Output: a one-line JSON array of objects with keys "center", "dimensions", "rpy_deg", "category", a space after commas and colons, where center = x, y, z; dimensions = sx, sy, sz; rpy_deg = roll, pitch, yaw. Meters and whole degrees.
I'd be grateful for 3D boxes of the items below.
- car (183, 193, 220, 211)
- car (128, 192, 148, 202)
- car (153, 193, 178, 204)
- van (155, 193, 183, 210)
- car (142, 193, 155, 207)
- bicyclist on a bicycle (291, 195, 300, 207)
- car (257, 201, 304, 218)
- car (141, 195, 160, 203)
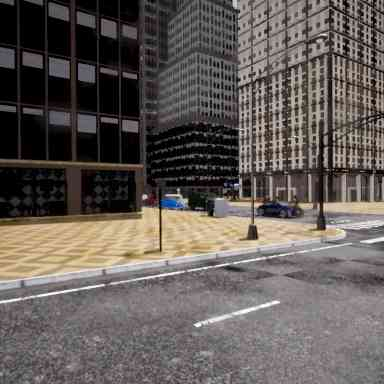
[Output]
[{"center": [1.670, 1.086, 38.056], "dimensions": [2.150, 2.045, 5.566], "rpy_deg": [-1, 1, -34], "category": "car"}, {"center": [-10.936, 0.982, 67.135], "dimensions": [2.192, 1.841, 5.009], "rpy_deg": [0, 0, -34], "category": "car"}, {"center": [-4.745, 1.036, 57.947], "dimensions": [2.192, 1.841, 5.009], "rpy_deg": [0, 0, -34], "category": "car"}, {"center": [-2.408, 1.211, 39.484], "dimensions": [1.690, 1.788, 3.998], "rpy_deg": [0, 0, -34], "category": "van"}, {"center": [-5.402, 1.330, 48.589], "dimensions": [1.812, 1.442, 4.674], "rpy_deg": [-1, 1, -34], "category": "car"}, {"center": [11.979, 1.118, 38.388], "dimensions": [1.656, 1.620, 0.582], "rpy_deg": [-1, 1, -34], "category": "bicyclist on a bicycle"}, {"center": [7.672, 1.479, 29.153], "dimensions": [1.994, 1.385, 4.181], "rpy_deg": [-1, 1, -34], "category": "car"}, {"center": [-7.840, 1.239, 62.542], "dimensions": [1.887, 1.381, 4.507], "rpy_deg": [0, 0, -34], "category": "car"}]
